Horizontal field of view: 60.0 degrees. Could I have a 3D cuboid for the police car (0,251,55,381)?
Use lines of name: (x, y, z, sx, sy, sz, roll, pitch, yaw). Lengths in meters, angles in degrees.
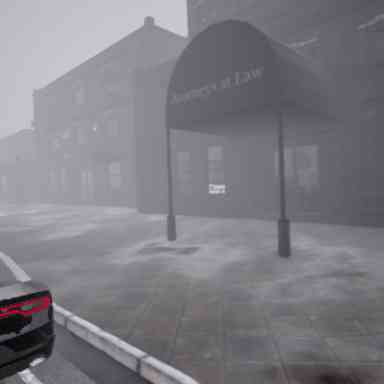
police car: (-3.918, 1.447, 5.064, 5.238, 1.638, 1.930, -1, 1, 45)
